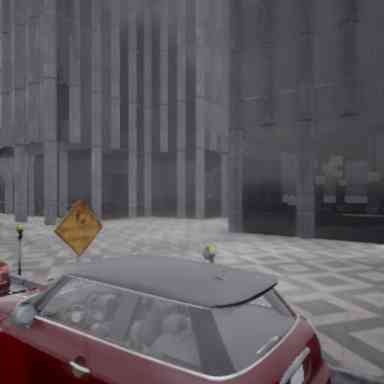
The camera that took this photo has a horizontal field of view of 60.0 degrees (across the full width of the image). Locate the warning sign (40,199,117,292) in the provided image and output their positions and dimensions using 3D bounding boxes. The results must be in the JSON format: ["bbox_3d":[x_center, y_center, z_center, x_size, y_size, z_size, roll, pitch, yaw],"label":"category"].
[{"bbox_3d":[-2.593,1.114,7.647,1.060,1.860,1.300,0,0,36],"label":"warning sign"}]

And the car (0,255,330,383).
[{"bbox_3d":[-0.785,1.440,3.642,4.097,1.590,1.967,0,0,36],"label":"car"}]
